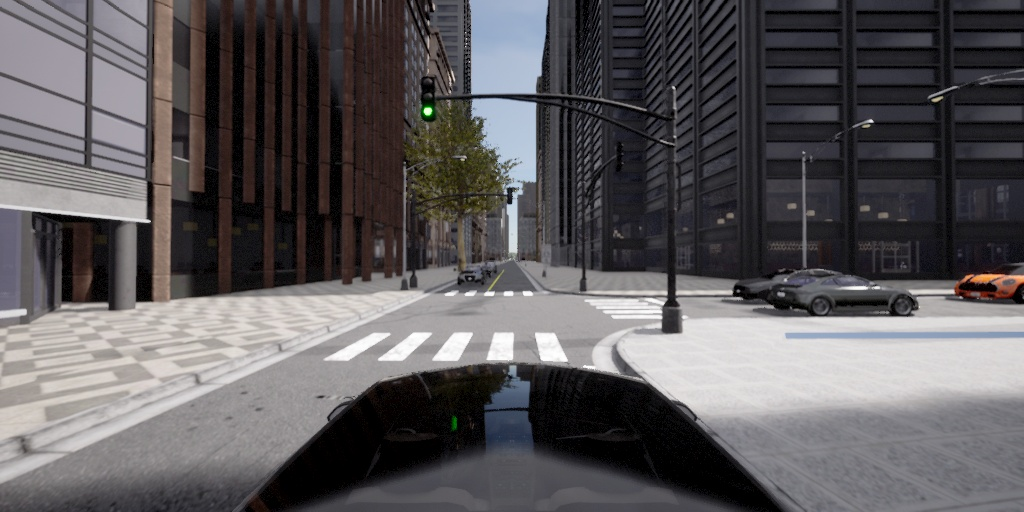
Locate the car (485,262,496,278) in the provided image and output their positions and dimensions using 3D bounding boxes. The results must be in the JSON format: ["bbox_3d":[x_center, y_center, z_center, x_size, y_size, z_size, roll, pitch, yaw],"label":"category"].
[{"bbox_3d":[-3.004,1.586,37.862,1.895,1.301,4.718,0,0,0],"label":"car"}]

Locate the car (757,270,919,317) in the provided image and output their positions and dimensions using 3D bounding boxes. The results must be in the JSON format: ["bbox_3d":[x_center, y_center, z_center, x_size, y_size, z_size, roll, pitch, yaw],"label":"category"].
[{"bbox_3d":[11.553,1.325,12.715,4.181,1.385,1.994,0,-1,0],"label":"car"}]

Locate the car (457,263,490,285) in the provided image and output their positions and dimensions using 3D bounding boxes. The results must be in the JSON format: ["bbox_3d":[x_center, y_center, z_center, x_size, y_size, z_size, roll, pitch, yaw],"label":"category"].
[{"bbox_3d":[-3.032,1.479,27.809,1.994,1.385,4.181,0,0,0],"label":"car"}]

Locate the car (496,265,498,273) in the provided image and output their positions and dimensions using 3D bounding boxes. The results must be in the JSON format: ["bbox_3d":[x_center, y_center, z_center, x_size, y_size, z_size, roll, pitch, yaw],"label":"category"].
[{"bbox_3d":[-2.965,1.558,48.261,2.128,1.511,4.902,0,0,0],"label":"car"}]

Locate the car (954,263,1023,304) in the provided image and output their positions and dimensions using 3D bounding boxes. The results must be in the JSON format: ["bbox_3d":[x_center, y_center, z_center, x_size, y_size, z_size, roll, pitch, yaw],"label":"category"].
[{"bbox_3d":[22.692,1.104,15.814,4.553,1.767,2.097,0,-1,0],"label":"car"}]

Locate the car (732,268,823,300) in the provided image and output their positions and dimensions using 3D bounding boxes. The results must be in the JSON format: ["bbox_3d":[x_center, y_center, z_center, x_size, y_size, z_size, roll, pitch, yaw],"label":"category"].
[{"bbox_3d":[12.409,1.294,15.815,4.892,1.490,1.837,0,-1,0],"label":"car"}]
